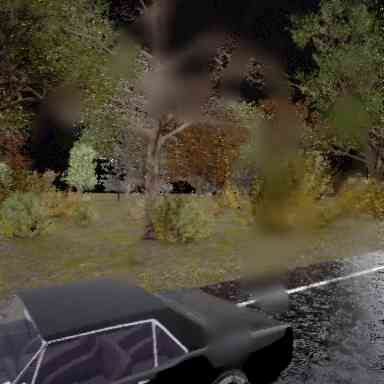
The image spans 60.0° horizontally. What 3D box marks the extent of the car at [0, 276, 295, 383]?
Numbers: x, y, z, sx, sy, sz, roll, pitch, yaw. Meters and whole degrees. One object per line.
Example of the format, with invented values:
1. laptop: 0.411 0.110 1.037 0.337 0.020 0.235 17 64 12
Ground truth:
1. car: -1.307 1.605 2.937 4.718 1.301 1.895 0 0 -35
